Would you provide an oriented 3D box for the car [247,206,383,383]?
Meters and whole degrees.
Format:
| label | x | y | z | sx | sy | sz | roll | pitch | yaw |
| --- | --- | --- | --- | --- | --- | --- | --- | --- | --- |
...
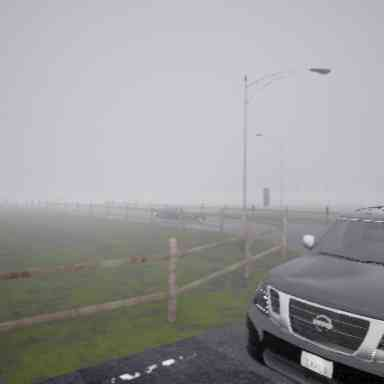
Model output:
| label | x | y | z | sx | sy | sz | roll | pitch | yaw |
| --- | --- | --- | --- | --- | --- | --- | --- | --- | --- |
| car | 3.178 | 1.289 | 4.991 | 5.566 | 2.045 | 2.150 | 1 | 1 | -43 |

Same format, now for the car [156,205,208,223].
| label | x | y | z | sx | sy | sz | roll | pitch | yaw |
| --- | --- | --- | --- | --- | --- | --- | --- | --- | --- |
| car | -1.010 | 1.850 | 28.509 | 2.033 | 1.411 | 5.357 | 1 | -1 | -39 |

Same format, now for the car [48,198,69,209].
| label | x | y | z | sx | sy | sz | roll | pitch | yaw |
| --- | --- | --- | --- | --- | --- | --- | --- | --- | --- |
| car | -21.429 | 1.761 | 53.394 | 2.097 | 1.767 | 4.553 | 1 | -1 | -39 |
